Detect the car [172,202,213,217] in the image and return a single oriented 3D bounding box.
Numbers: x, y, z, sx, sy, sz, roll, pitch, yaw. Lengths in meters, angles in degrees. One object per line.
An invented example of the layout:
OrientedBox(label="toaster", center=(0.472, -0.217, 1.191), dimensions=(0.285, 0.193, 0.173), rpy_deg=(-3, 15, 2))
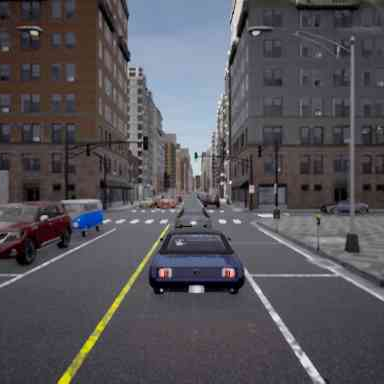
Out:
OrientedBox(label="car", center=(0.074, 1.513, 18.795), dimensions=(1.994, 1.385, 4.181), rpy_deg=(0, 0, 0))

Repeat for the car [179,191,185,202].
OrientedBox(label="car", center=(-3.126, 0.947, 63.736), dimensions=(2.150, 2.045, 5.566), rpy_deg=(0, 0, 1))

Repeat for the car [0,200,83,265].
OrientedBox(label="car", center=(-5.873, 1.285, 11.729), dimensions=(2.192, 1.841, 5.009), rpy_deg=(0, 0, 0))

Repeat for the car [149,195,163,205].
OrientedBox(label="car", center=(-5.927, 1.294, 55.527), dimensions=(1.752, 1.417, 4.829), rpy_deg=(0, 0, 0))

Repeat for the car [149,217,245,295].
OrientedBox(label="car", center=(0.088, 1.579, 8.617), dimensions=(1.895, 1.301, 4.718), rpy_deg=(0, 0, 0))

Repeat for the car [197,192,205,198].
OrientedBox(label="car", center=(2.548, 0.867, 95.278), dimensions=(2.192, 1.841, 5.009), rpy_deg=(0, 0, 0))

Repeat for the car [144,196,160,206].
OrientedBox(label="car", center=(-5.921, 1.363, 50.042), dimensions=(1.947, 1.339, 4.313), rpy_deg=(0, 0, 0))

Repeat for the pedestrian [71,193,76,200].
OrientedBox(label="pedestrian", center=(-12.597, 1.007, 35.327), dimensions=(0.375, 1.860, 0.375), rpy_deg=(0, 0, 1))

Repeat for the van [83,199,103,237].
OrientedBox(label="van", center=(-5.880, 1.295, 17.371), dimensions=(1.690, 1.788, 3.998), rpy_deg=(0, 0, 0))

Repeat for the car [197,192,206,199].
OrientedBox(label="car", center=(2.555, 0.899, 89.621), dimensions=(2.192, 1.841, 5.009), rpy_deg=(0, 0, 0))

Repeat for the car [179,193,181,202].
OrientedBox(label="car", center=(-3.153, 1.287, 53.067), dimensions=(1.837, 1.490, 4.892), rpy_deg=(0, 0, 0))

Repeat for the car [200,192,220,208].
OrientedBox(label="car", center=(2.613, 1.142, 44.369), dimensions=(2.192, 1.841, 5.009), rpy_deg=(0, 0, 0))

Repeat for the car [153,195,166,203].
OrientedBox(label="car", center=(-5.935, 1.265, 61.181), dimensions=(1.752, 1.417, 4.829), rpy_deg=(0, 0, 0))

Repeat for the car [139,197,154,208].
OrientedBox(label="car", center=(-5.913, 1.352, 44.217), dimensions=(1.752, 1.417, 4.829), rpy_deg=(0, 0, 0))

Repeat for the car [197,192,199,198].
OrientedBox(label="car", center=(2.576, 1.203, 72.823), dimensions=(1.752, 1.417, 4.829), rpy_deg=(0, 0, 0))

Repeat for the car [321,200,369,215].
OrientedBox(label="car", center=(14.605, 1.443, 31.917), dimensions=(4.181, 1.385, 1.994), rpy_deg=(0, 0, 1))

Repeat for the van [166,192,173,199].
OrientedBox(label="van", center=(-5.970, 0.925, 89.625), dimensions=(1.690, 1.788, 3.998), rpy_deg=(0, 0, 0))

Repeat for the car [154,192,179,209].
OrientedBox(label="car", center=(-3.203, 1.185, 43.021), dimensions=(2.097, 1.767, 4.553), rpy_deg=(0, 0, 2))

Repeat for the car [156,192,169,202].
OrientedBox(label="car", center=(-5.942, 1.023, 67.006), dimensions=(2.192, 1.841, 5.009), rpy_deg=(0, 0, 0))
